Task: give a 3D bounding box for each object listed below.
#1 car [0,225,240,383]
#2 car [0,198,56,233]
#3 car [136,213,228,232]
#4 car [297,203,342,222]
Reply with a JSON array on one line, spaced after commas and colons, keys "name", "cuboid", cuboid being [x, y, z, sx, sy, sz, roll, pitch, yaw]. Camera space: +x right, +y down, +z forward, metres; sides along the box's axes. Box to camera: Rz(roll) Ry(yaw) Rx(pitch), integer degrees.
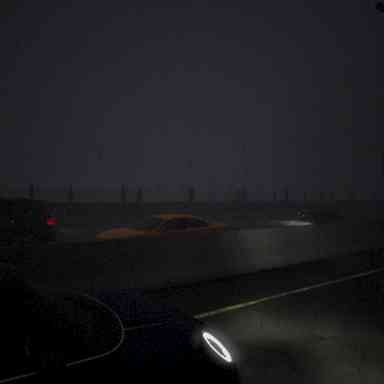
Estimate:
[{"name": "car", "cuboid": [-1.759, 1.350, 2.501, 4.553, 1.767, 2.097, 1, -1, -35]}, {"name": "car", "cuboid": [-7.633, 1.226, 11.445, 5.566, 2.045, 2.150, 1, 0, -36]}, {"name": "car", "cuboid": [-0.920, 1.542, 11.935, 5.008, 1.535, 1.882, 1, 0, -35]}, {"name": "car", "cuboid": [11.273, 1.782, 29.225, 4.892, 1.490, 1.837, 1, -1, -35]}]
